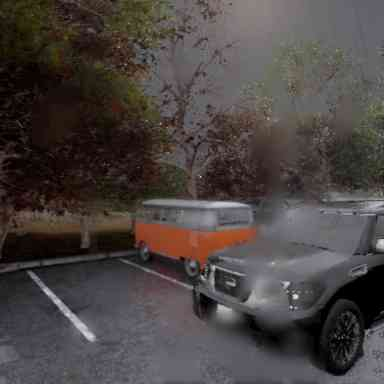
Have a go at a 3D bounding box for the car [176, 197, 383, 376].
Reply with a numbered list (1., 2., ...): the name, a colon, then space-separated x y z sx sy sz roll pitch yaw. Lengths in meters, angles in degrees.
1. car: 2.675 1.198 5.907 5.566 2.045 2.150 0 0 -36

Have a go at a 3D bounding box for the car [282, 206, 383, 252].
1. car: 6.741 1.481 14.880 2.231 1.521 4.892 0 0 -36

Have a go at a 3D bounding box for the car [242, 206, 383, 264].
1. car: 4.594 1.462 13.125 1.946 1.575 5.366 0 0 -36

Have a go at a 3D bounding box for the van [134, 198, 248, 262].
1. van: -0.186 1.227 10.079 1.878 1.987 4.442 0 0 -36

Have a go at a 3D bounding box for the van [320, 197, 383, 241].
1. van: 8.924 1.271 16.592 1.878 1.987 4.442 0 0 -36
